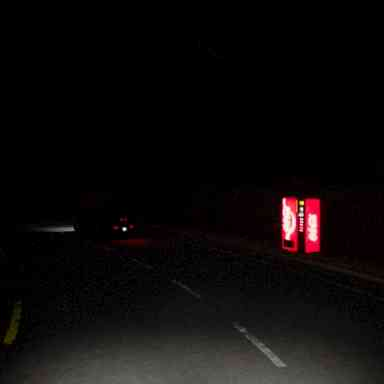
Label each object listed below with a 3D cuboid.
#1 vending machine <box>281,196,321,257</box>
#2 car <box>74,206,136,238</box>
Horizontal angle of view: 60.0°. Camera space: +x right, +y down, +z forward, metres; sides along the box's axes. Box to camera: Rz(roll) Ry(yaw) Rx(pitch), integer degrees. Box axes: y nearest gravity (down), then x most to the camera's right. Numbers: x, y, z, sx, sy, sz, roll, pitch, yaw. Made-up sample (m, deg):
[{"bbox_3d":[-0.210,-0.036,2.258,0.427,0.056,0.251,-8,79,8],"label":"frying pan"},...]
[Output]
[{"bbox_3d":[3.954,1.195,12.097,1.100,2.100,0.880,0,0,-29],"label":"vending machine"},{"bbox_3d":[-4.757,1.505,17.820,1.837,1.490,4.892,0,0,-39],"label":"car"}]
